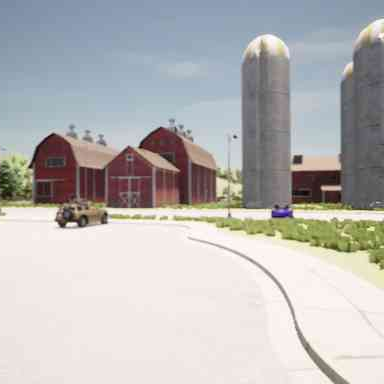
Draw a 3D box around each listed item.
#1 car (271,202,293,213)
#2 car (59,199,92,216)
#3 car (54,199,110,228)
[{"bbox_3d":[9.101,1.879,33.590,2.242,1.667,4.611,0,-1,17],"label":"car"},{"bbox_3d":[-14.116,1.821,40.442,1.905,1.878,3.866,0,-1,17],"label":"car"},{"bbox_3d":[-8.094,1.622,24.847,1.932,1.855,4.605,0,-1,17],"label":"car"}]
